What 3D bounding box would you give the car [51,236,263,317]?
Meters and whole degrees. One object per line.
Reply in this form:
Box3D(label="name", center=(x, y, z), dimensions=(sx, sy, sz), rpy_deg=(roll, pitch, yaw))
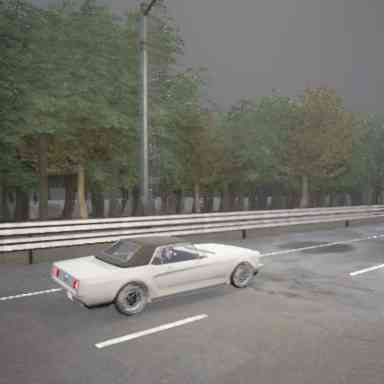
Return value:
Box3D(label="car", center=(-0.548, 1.681, 7.683), dimensions=(4.718, 1.301, 1.895), rpy_deg=(0, -1, -36))
